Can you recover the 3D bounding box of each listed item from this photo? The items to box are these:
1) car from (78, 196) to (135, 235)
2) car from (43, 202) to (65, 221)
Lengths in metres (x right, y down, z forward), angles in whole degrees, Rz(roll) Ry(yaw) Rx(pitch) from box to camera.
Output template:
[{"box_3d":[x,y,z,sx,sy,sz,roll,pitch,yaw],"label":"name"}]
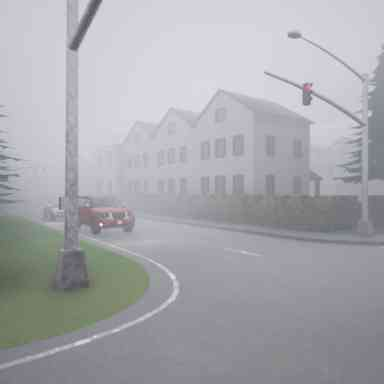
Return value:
[{"box_3d":[-5.382,1.250,19.679,2.150,2.045,5.566,0,0,-35],"label":"car"},{"box_3d":[-11.110,1.559,27.775,1.812,1.442,4.674,0,0,-35],"label":"car"}]
